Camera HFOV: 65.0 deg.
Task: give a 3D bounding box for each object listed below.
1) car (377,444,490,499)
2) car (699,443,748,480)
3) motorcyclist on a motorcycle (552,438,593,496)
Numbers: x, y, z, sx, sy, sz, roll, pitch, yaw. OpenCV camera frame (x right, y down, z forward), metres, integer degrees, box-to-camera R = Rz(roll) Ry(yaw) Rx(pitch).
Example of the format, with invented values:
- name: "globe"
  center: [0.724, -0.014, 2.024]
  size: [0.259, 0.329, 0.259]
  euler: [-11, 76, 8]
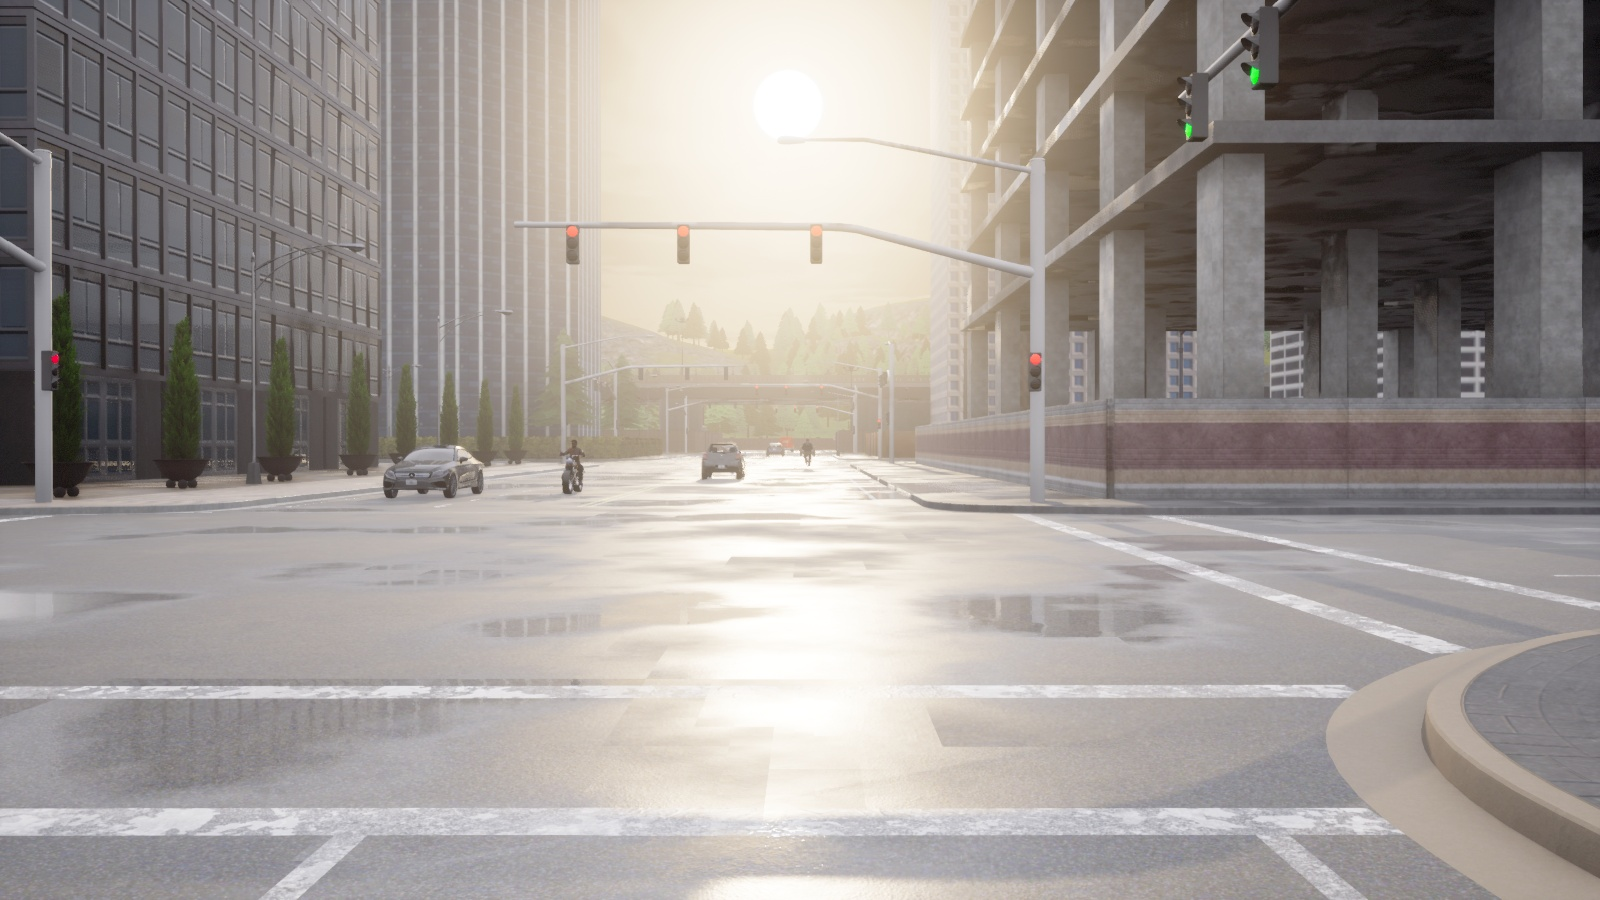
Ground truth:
- name: "car"
  center: [-10.276, 0.563, 35.566]
  size: [1.812, 1.442, 4.674]
  euler: [0, 0, 0]
- name: "car"
  center: [-3.172, 0.461, 52.606]
  size: [1.845, 1.501, 3.633]
  euler: [0, 0, 0]
- name: "motorcyclist on a motorcycle"
  center: [-6.765, 0.480, 37.403]
  size: [0.766, 1.649, 2.350]
  euler: [0, 0, 0]
